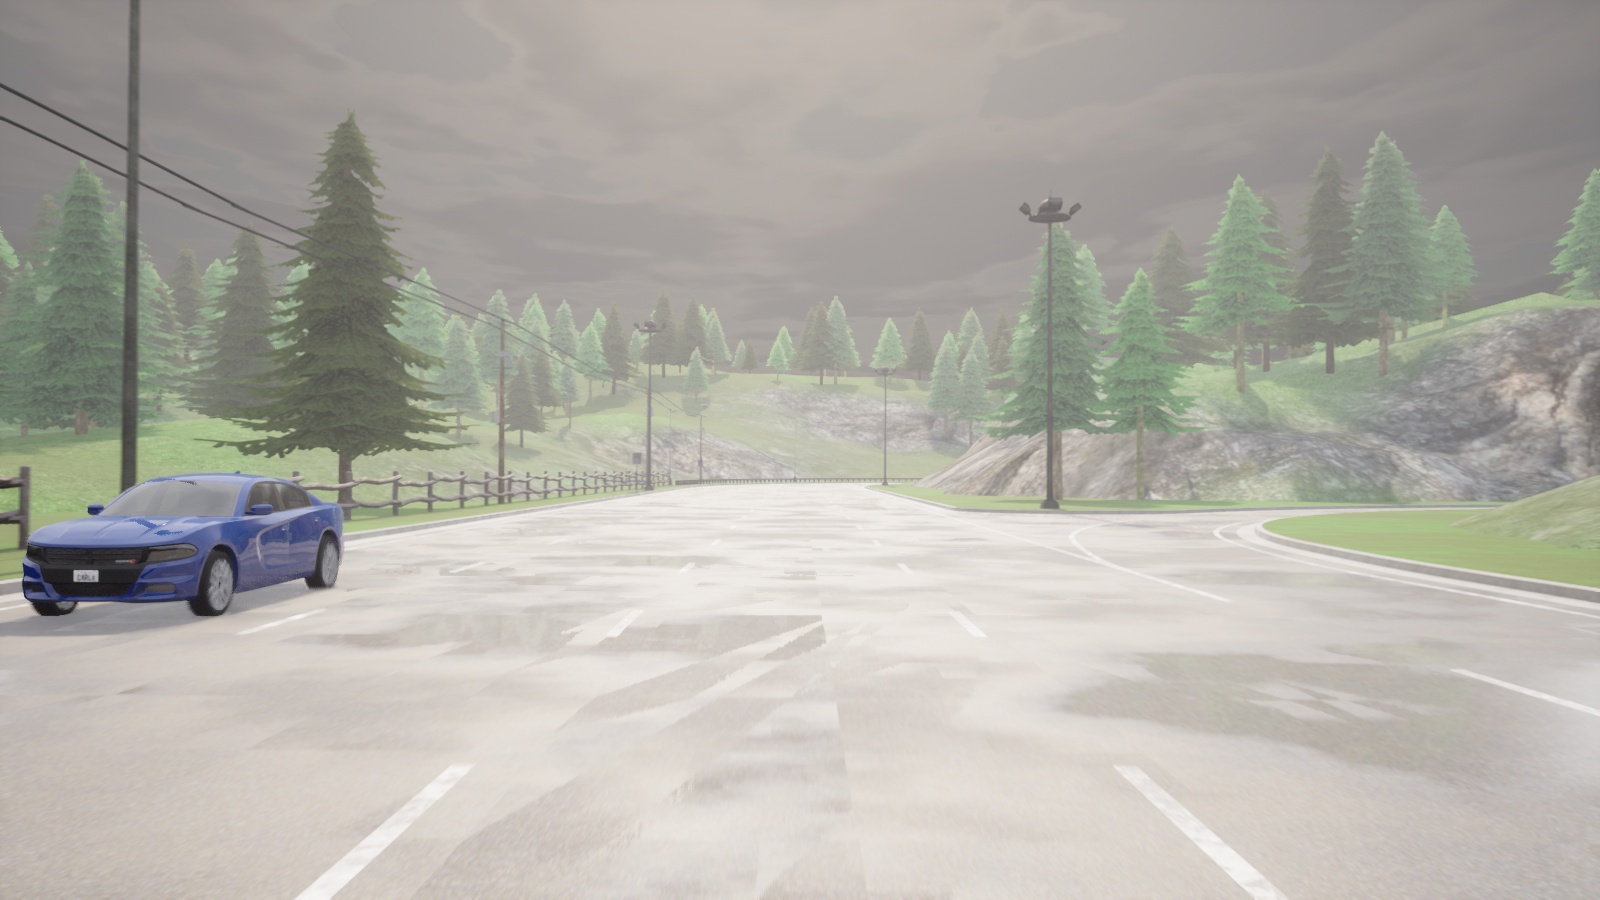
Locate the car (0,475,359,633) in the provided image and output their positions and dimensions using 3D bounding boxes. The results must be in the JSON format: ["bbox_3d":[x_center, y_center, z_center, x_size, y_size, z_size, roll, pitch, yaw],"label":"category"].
[{"bbox_3d":[-7.035,1.069,14.877,1.882,1.535,5.008,0,-1,0],"label":"car"}]
